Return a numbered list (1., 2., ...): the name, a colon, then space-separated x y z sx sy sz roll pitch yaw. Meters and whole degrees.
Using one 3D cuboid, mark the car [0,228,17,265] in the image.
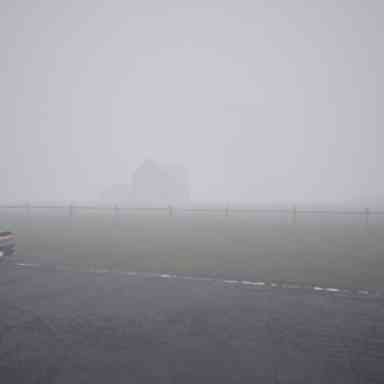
1. car: -7.615 1.509 9.903 4.902 1.511 2.128 0 -1 18
